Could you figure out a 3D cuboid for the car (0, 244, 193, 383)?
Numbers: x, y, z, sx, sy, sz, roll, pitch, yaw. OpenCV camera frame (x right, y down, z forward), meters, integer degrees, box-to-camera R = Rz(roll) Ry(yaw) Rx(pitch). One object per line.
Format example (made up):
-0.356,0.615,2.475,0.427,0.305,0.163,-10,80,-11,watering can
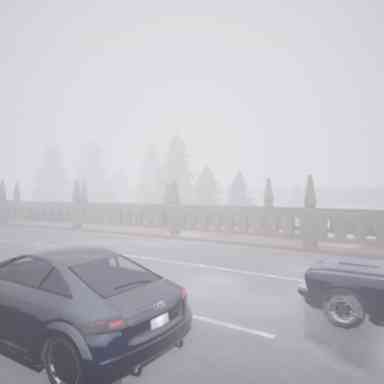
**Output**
-2.073,1.537,5.159,4.181,1.385,1.994,0,0,33,car

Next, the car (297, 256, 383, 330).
4.207,1.588,5.221,4.718,1.301,1.895,0,0,35,car
